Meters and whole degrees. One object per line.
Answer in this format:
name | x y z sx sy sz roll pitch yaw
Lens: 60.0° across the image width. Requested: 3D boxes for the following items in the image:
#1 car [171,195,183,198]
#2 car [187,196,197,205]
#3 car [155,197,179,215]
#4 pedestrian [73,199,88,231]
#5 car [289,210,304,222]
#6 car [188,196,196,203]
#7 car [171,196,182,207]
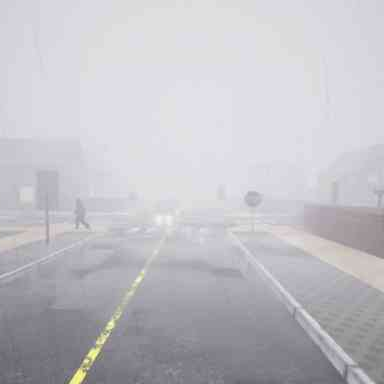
car | -2.809 1.484 58.586 2.150 2.045 5.566 0 -1 0
car | 0.025 1.935 69.386 1.994 1.385 4.181 0 -1 0
car | -2.834 1.592 35.364 2.128 1.511 4.902 0 0 0
pedestrian | -6.094 1.173 18.165 0.375 1.860 0.375 -1 1 0
car | 10.423 1.798 27.032 4.718 1.301 1.895 1 1 -1
car | 0.028 1.816 79.395 1.837 1.490 4.892 0 -1 0
car | -2.827 1.693 46.837 1.812 1.442 4.674 0 -1 0
